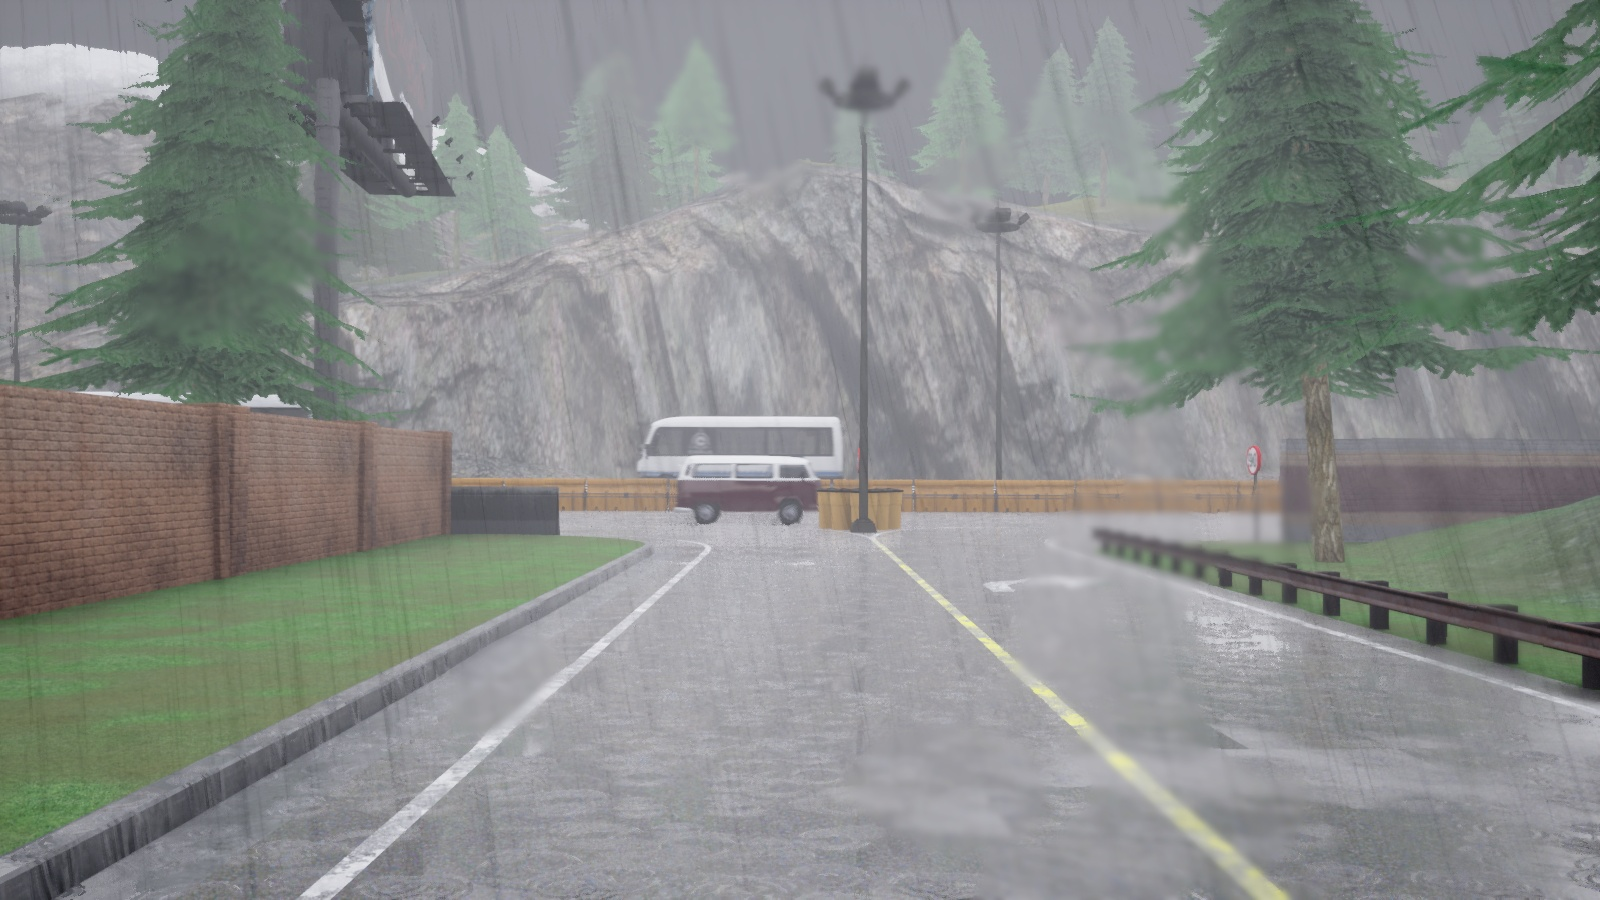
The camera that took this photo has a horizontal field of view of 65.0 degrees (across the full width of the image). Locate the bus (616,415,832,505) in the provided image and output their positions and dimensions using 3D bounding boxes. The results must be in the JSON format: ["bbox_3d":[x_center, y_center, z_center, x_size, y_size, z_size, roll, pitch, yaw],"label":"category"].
[{"bbox_3d":[-3.645,0.507,61.794,10.273,4.253,3.944,0,-1,-1],"label":"bus"}]

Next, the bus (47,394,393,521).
[{"bbox_3d":[-20.025,0.275,44.017,10.273,4.253,3.944,0,-1,-1],"label":"bus"}]

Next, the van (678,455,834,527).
[{"bbox_3d":[-1.285,1.190,37.315,4.480,2.038,2.069,-1,-1,-1],"label":"van"}]
